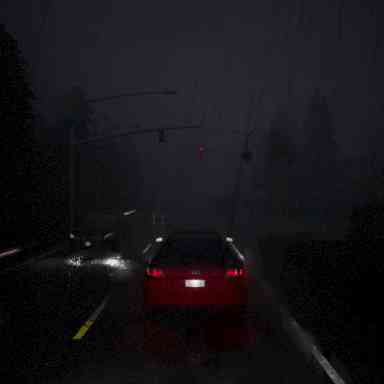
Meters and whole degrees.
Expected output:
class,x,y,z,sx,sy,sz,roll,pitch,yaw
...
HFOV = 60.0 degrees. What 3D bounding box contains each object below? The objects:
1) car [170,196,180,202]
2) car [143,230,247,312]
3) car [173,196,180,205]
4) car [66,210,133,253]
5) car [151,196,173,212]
class,x,y,z,sx,sy,sz,roll,pitch,yaw
car,-3.695,1.550,73.306,1.895,1.301,4.718,0,0,0
car,0.056,1.564,7.815,1.994,1.385,4.181,0,0,0
car,-3.734,1.547,57.988,2.033,1.411,5.357,0,0,0
car,-3.621,1.525,13.868,1.812,1.442,4.674,0,0,0
car,-3.704,1.490,39.221,2.128,1.511,4.902,0,0,0
